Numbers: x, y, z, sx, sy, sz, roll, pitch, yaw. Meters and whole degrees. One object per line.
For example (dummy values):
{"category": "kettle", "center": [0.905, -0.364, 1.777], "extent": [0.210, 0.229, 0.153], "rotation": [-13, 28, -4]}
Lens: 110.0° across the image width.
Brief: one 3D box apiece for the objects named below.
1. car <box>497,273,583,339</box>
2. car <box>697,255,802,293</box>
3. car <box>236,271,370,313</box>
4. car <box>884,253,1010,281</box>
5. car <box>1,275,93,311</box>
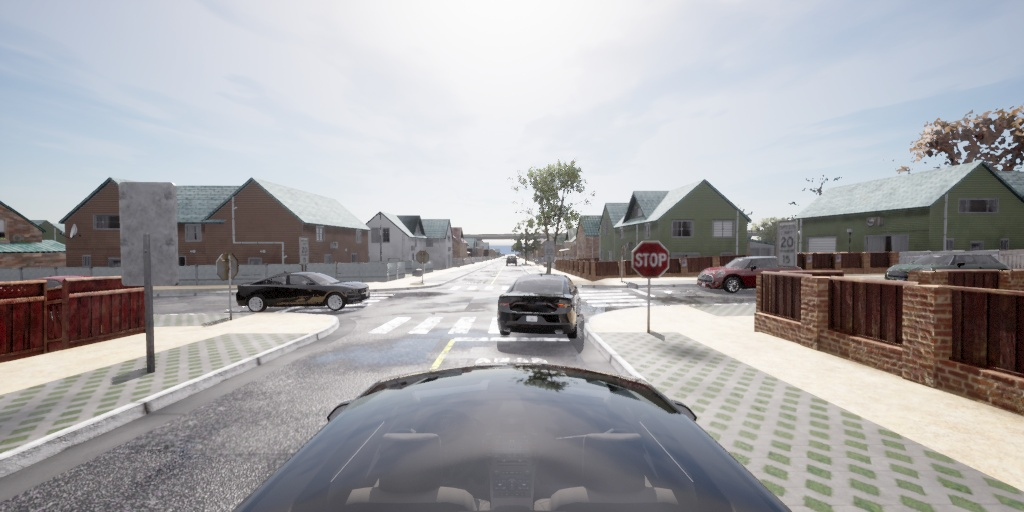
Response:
{"category": "car", "center": [0.949, 1.224, 10.270], "extent": [1.882, 1.535, 5.008], "rotation": [0, 0, 12]}
{"category": "car", "center": [11.788, 0.820, 17.892], "extent": [4.553, 1.767, 2.097], "rotation": [-1, 2, 0]}
{"category": "car", "center": [-8.483, 1.377, 14.786], "extent": [5.008, 1.535, 1.882], "rotation": [-1, 2, 0]}
{"category": "car", "center": [21.683, 0.646, 17.975], "extent": [4.553, 1.767, 2.097], "rotation": [-1, 2, 0]}
{"category": "car", "center": [-18.036, 1.546, 14.713], "extent": [5.008, 1.535, 1.882], "rotation": [-1, 2, 0]}
